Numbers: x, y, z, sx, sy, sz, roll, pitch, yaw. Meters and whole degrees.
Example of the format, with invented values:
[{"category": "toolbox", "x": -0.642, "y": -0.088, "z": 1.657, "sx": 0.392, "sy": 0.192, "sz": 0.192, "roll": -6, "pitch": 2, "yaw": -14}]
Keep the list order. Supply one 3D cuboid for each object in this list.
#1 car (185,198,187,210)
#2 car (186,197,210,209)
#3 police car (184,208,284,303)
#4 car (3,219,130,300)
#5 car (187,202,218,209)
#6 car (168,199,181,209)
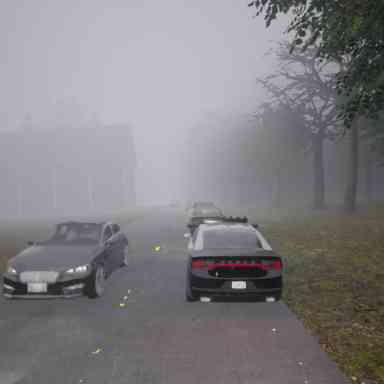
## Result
[{"category": "car", "x": 0.025, "y": 1.827, "z": 45.697, "sx": 2.033, "sy": 1.411, "sz": 5.357, "roll": 0, "pitch": -1, "yaw": 1}, {"category": "car", "x": 0.822, "y": 1.447, "z": 24.300, "sx": 2.097, "sy": 1.767, "sz": 4.553, "roll": 0, "pitch": 0, "yaw": 0}, {"category": "police car", "x": 0.824, "y": 1.437, "z": 8.434, "sx": 1.930, "sy": 1.638, "sz": 5.238, "roll": 0, "pitch": 0, "yaw": 0}, {"category": "car", "x": -2.851, "y": 1.503, "z": 8.579, "sx": 2.128, "sy": 1.511, "sz": 4.902, "roll": 0, "pitch": 0, "yaw": 0}, {"category": "car", "x": 0.824, "y": 1.532, "z": 18.327, "sx": 1.882, "sy": 1.535, "sz": 5.008, "roll": 0, "pitch": 0, "yaw": 0}, {"category": "car", "x": -2.753, "y": 1.898, "z": 53.437, "sx": 2.033, "sy": 1.411, "sz": 5.357, "roll": 0, "pitch": -1, "yaw": 0}]
